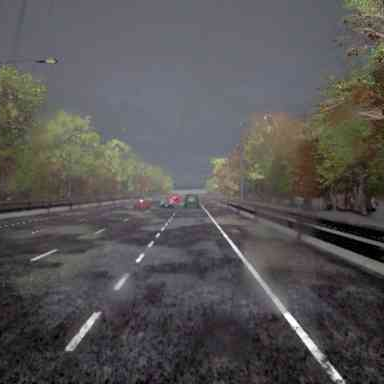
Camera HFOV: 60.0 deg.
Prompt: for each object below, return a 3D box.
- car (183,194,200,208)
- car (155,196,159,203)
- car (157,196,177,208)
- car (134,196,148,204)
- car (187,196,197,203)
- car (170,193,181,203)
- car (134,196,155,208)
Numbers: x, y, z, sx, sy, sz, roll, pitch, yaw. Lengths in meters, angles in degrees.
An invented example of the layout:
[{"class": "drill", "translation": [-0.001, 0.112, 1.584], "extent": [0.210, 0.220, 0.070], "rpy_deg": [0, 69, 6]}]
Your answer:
[{"class": "car", "translation": [-0.058, 1.266, 48.084], "extent": [2.150, 2.045, 5.566], "rpy_deg": [0, 0, 0]}, {"class": "car", "translation": [-7.088, 1.608, 70.239], "extent": [2.033, 1.411, 5.357], "rpy_deg": [0, 0, 0]}, {"class": "car", "translation": [-3.559, 1.642, 48.607], "extent": [1.895, 1.301, 4.718], "rpy_deg": [0, 0, 0]}, {"class": "car", "translation": [-10.586, 1.589, 69.256], "extent": [2.128, 1.511, 4.902], "rpy_deg": [0, 0, 0]}, {"class": "car", "translation": [-0.088, 1.617, 70.557], "extent": [2.033, 1.411, 5.357], "rpy_deg": [0, 0, 0]}, {"class": "car", "translation": [-3.588, 1.298, 70.506], "extent": [2.150, 2.045, 5.566], "rpy_deg": [0, 0, 0]}, {"class": "car", "translation": [-7.058, 1.388, 48.561], "extent": [2.097, 1.767, 4.553], "rpy_deg": [0, 0, 0]}]
